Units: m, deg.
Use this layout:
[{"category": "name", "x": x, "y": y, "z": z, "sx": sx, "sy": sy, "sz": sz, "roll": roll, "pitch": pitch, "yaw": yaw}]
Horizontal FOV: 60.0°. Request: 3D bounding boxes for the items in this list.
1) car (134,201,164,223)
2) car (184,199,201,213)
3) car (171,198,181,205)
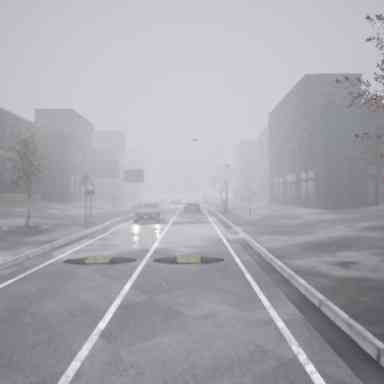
[{"category": "car", "x": -3.134, "y": 1.435, "z": 24.863, "sx": 1.837, "sy": 1.490, "sz": 4.892, "roll": 0, "pitch": 0, "yaw": 0}, {"category": "car", "x": 0.046, "y": 1.548, "z": 37.495, "sx": 1.812, "sy": 1.442, "sz": 4.674, "roll": 0, "pitch": -1, "yaw": 0}, {"category": "car", "x": -3.102, "y": 1.908, "z": 66.611, "sx": 1.895, "sy": 1.301, "sz": 4.718, "roll": 0, "pitch": 0, "yaw": 0}]
